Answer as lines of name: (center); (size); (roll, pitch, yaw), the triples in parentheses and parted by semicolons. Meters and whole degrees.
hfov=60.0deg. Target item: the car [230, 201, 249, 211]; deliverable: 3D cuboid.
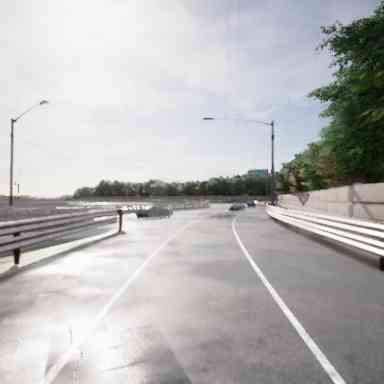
car: (7.938, 2.576, 57.452); (1.994, 1.385, 4.181); (0, -1, 21)

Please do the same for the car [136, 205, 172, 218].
car: (-3.913, 2.073, 35.241); (1.994, 1.385, 4.181); (0, -1, 34)

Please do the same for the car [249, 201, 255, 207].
car: (14.815, 2.946, 84.501); (2.097, 1.767, 4.553); (0, -1, 6)
